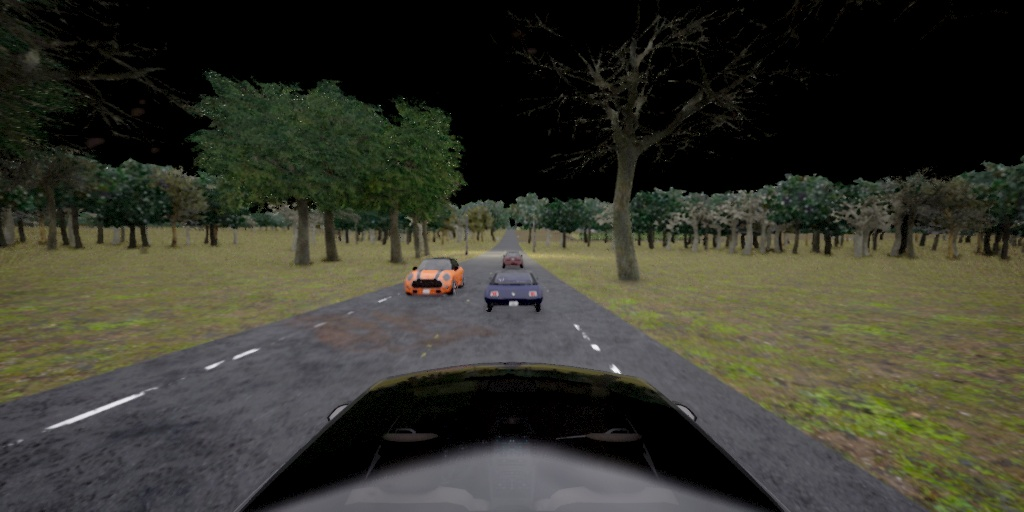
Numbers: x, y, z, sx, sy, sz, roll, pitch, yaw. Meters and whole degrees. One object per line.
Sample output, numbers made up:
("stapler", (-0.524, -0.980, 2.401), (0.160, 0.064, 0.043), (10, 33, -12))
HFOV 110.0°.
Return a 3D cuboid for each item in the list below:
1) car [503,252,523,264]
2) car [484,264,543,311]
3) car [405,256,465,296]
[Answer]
("car", (0.093, 0.289, 38.857), (2.097, 1.767, 4.553), (0, 2, 0))
("car", (0.065, 1.174, 13.440), (1.895, 1.301, 4.718), (0, 1, 0))
("car", (-3.560, 0.851, 17.221), (2.097, 1.767, 4.553), (0, 1, 0))
